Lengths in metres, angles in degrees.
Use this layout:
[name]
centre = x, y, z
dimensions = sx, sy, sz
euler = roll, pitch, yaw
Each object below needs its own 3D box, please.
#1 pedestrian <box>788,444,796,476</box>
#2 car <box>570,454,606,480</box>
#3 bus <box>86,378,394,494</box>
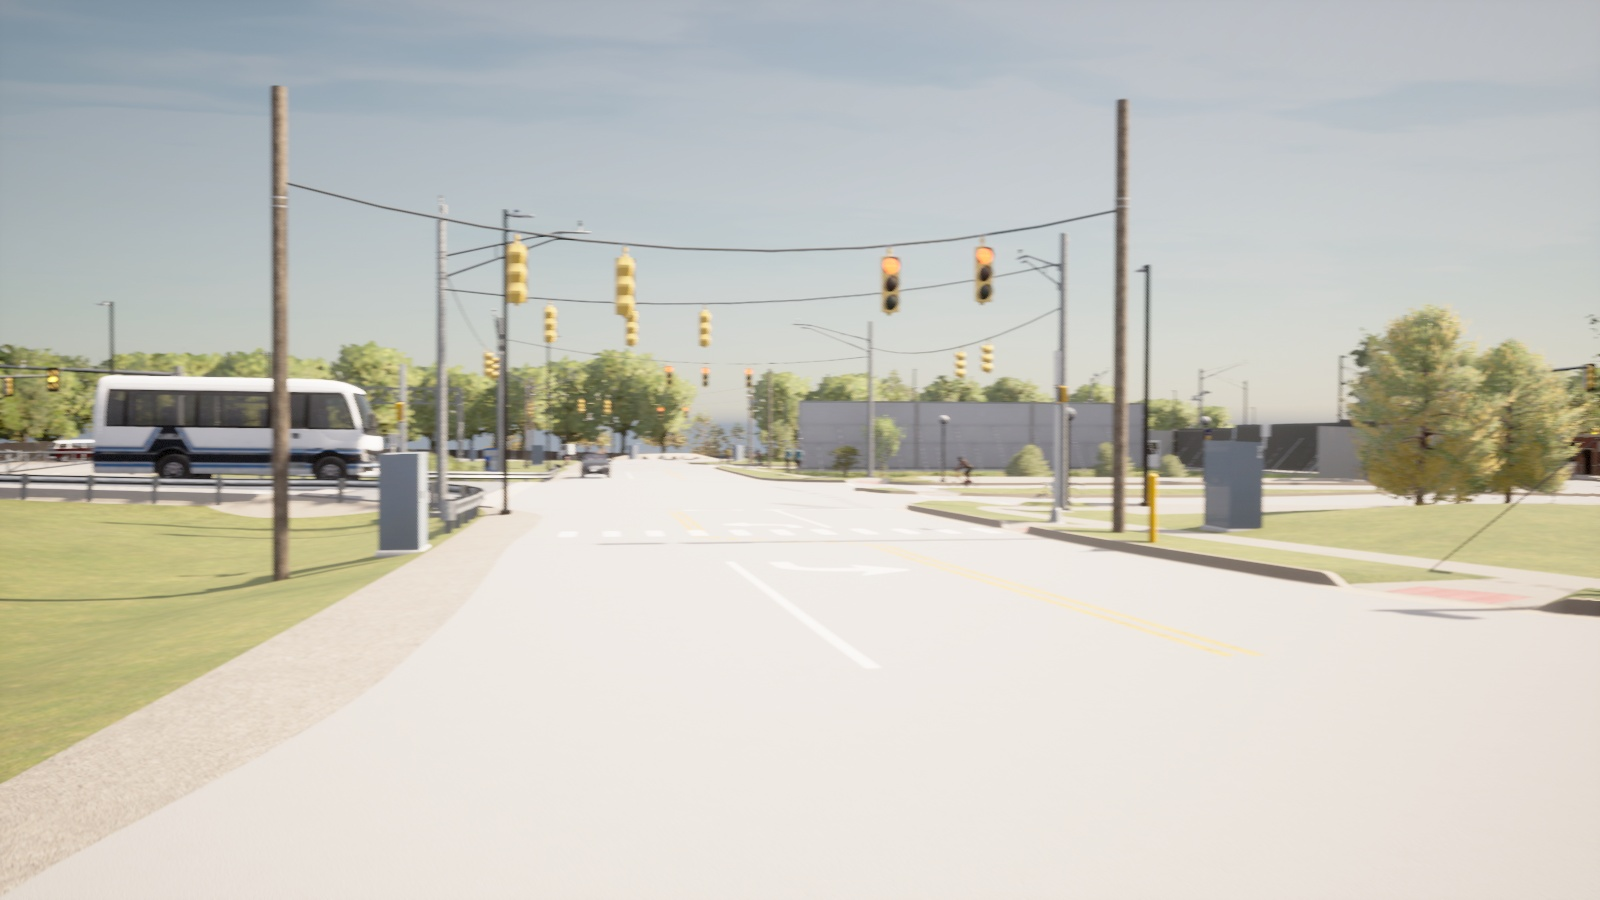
[pedestrian]
centre = -0.521, 0.612, 78.183
dimensions = 0.396, 1.930, 0.692
euler = 0, 1, -10
[car]
centre = -13.064, 1.016, 77.599
dimensions = 2.128, 1.511, 4.902
euler = 0, 0, -9
[bus]
centre = -21.436, -0.497, 48.856
dimensions = 10.273, 4.253, 3.944
euler = 0, 0, -9
